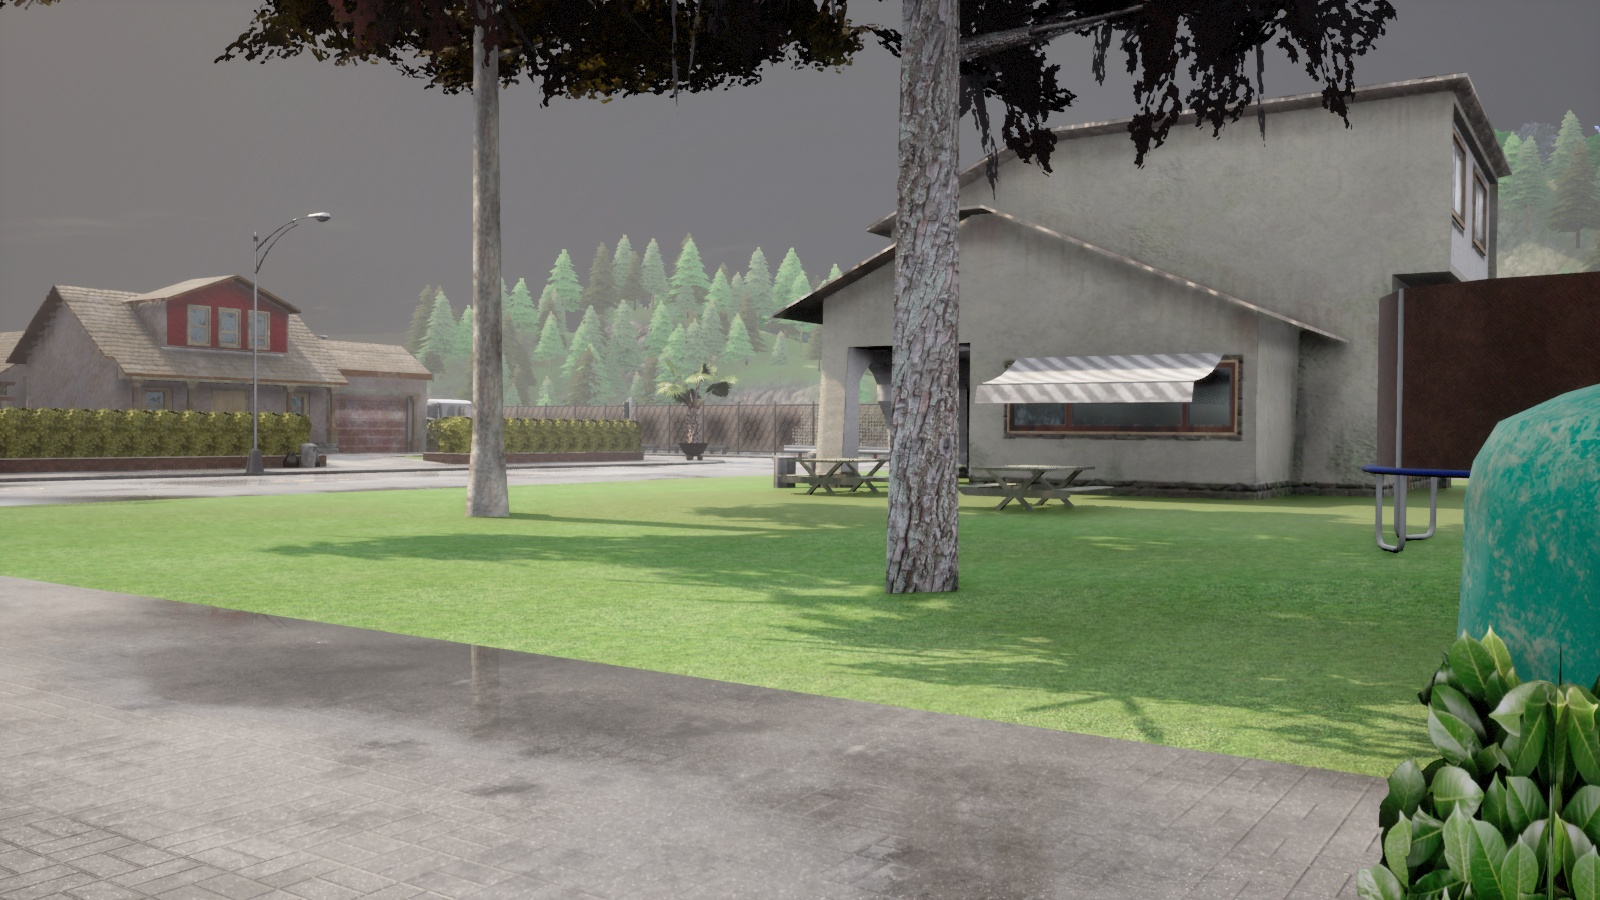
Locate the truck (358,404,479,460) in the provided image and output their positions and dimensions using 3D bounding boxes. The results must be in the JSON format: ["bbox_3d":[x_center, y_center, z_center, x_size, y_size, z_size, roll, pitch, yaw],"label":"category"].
[{"bbox_3d":[-24.303,-1.120,79.790,7.936,3.462,2.891,0,1,33],"label":"truck"}]
